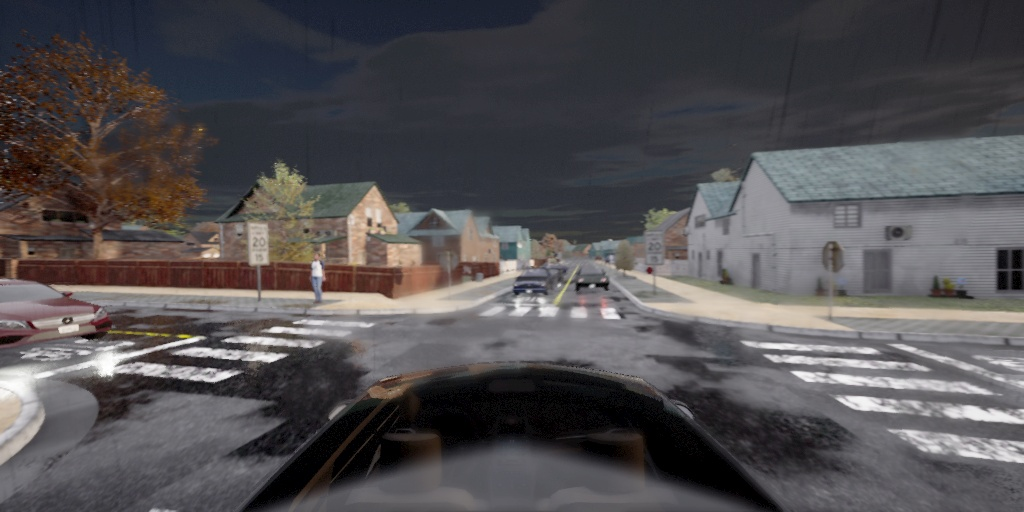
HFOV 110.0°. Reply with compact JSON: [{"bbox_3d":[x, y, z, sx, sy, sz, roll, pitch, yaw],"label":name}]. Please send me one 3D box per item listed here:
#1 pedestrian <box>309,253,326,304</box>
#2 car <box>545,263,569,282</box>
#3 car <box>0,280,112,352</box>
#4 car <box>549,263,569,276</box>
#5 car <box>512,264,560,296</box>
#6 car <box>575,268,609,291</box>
[{"bbox_3d":[-7.054,0.782,13.078,0.375,1.860,0.375,-1,0,12],"label":"pedestrian"},{"bbox_3d":[3.370,1.322,30.328,2.128,1.511,4.902,-1,0,11],"label":"car"},{"bbox_3d":[-11.647,1.278,8.084,4.674,1.442,1.812,0,1,12],"label":"car"},{"bbox_3d":[5.327,1.445,40.078,1.895,1.301,4.718,-1,0,11],"label":"car"},{"bbox_3d":[1.360,1.361,20.252,2.033,1.411,5.357,-1,0,11],"label":"car"},{"bbox_3d":[4.824,1.366,22.008,1.895,1.301,4.718,-1,0,10],"label":"car"}]
